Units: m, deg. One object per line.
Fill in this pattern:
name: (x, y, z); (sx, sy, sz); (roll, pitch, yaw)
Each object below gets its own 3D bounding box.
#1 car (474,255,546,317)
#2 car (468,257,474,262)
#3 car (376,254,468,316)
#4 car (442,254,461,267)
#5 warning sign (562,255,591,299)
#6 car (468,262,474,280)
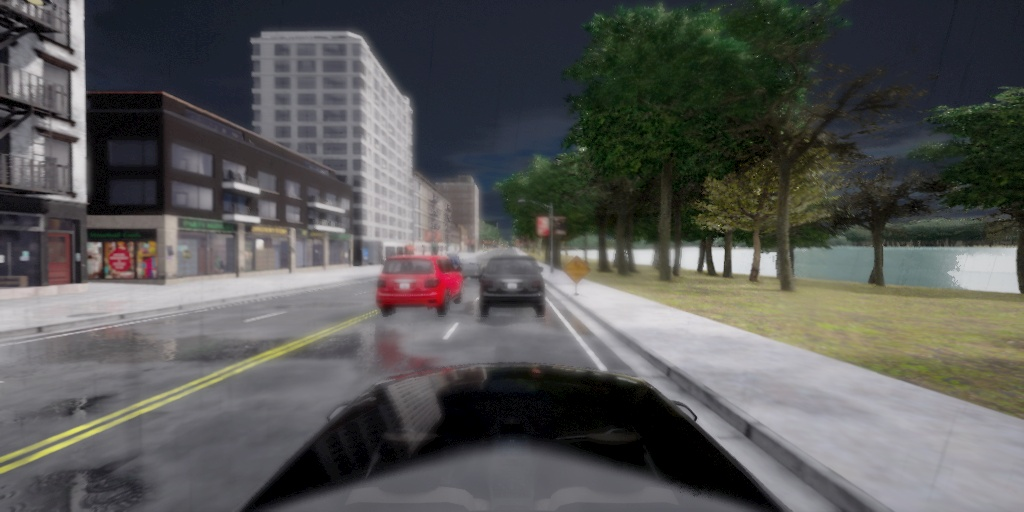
car: (0.037, 0.988, 13.458); (2.150, 2.045, 5.566); (0, 0, 1)
car: (-6.562, 0.953, 58.909); (1.812, 1.442, 4.674); (0, 1, 0)
car: (-3.212, 0.989, 13.502); (2.150, 2.045, 5.566); (0, 0, 1)
car: (-9.808, 0.650, 58.816); (2.150, 2.045, 5.566); (0, 1, 1)
warning sign: (2.849, 0.884, 15.919); (1.300, 1.860, 1.060); (0, 0, 0)
car: (-3.209, 1.373, 28.987); (1.895, 1.301, 4.718); (0, 0, 1)
